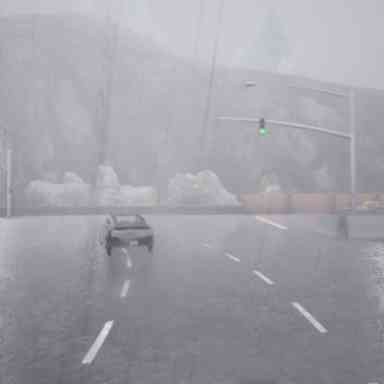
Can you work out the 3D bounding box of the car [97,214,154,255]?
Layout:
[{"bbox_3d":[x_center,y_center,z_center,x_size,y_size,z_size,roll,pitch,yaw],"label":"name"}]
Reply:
[{"bbox_3d":[-2.957,1.687,14.443,2.128,1.511,4.902,0,-1,-20],"label":"car"}]

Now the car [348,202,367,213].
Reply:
[{"bbox_3d":[17.464,1.749,30.752,4.674,1.442,1.812,0,-1,2],"label":"car"}]

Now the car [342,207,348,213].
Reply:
[{"bbox_3d":[18.115,1.737,34.236,5.008,1.535,1.882,0,-1,2],"label":"car"}]

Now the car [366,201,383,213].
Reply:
[{"bbox_3d":[17.508,1.673,27.257,4.902,1.511,2.128,-1,-1,2],"label":"car"}]
